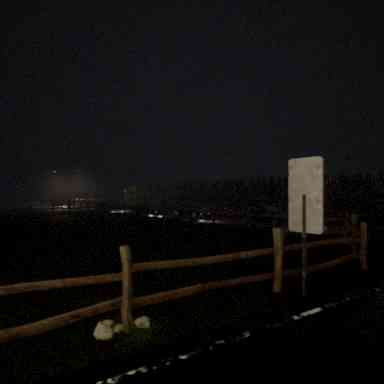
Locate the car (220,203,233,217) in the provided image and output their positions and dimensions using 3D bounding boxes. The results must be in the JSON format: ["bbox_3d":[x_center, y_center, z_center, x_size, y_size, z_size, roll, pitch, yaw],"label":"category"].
[{"bbox_3d":[2.562,1.763,33.603,1.994,1.385,4.181,0,0,-35],"label":"car"}]

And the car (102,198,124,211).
[{"bbox_3d":[-11.490,1.739,48.358,2.097,1.767,4.553,0,0,-34],"label":"car"}]

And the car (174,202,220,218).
[{"bbox_3d":[0.130,1.721,31.941,1.837,1.490,4.892,0,0,-35],"label":"car"}]

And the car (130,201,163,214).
[{"bbox_3d":[-5.551,1.845,39.938,2.033,1.411,5.357,0,0,-35],"label":"car"}]

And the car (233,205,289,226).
[{"bbox_3d":[5.442,1.668,24.458,1.812,1.442,4.674,0,0,-35],"label":"car"}]
